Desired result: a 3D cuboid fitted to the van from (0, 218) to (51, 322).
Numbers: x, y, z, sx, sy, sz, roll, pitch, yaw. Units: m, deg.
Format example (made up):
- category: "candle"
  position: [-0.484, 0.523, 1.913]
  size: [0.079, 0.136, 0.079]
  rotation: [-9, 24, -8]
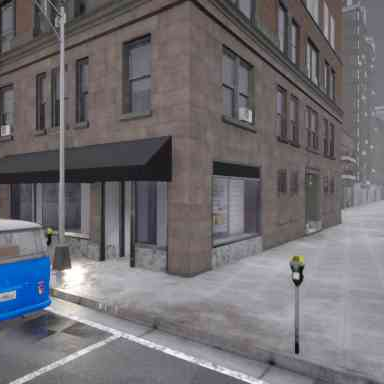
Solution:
- category: "van"
  position: [-4.308, 1.340, 6.092]
  size: [3.998, 1.788, 1.690]
  rotation: [0, 0, 35]
